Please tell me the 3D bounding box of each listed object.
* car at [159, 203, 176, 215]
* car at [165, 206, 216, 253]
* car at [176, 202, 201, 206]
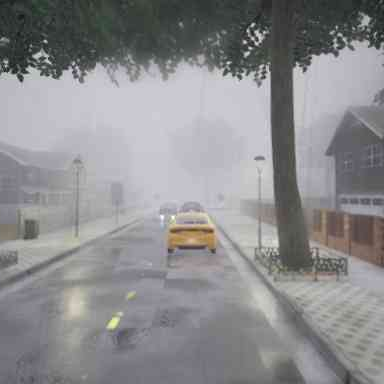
[{"bbox_3d":[-2.778,1.948,39.552,1.994,1.385,4.181,0,-1,0],"label":"car"},{"bbox_3d":[-0.002,1.616,14.467,1.882,1.535,5.008,0,0,0],"label":"car"},{"bbox_3d":[-0.014,1.631,29.073,2.097,1.767,4.553,0,-1,0],"label":"car"}]
